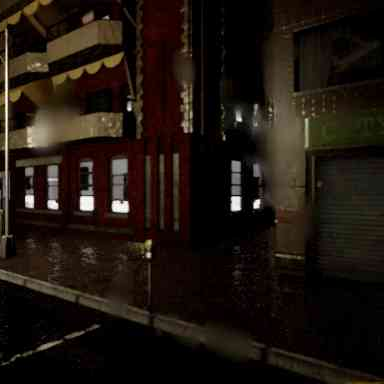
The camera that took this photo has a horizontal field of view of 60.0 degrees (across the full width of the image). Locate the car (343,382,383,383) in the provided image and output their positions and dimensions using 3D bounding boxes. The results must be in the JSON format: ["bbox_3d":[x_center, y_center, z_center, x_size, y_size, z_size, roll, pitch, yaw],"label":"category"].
[{"bbox_3d":[2.651,1.529,0.986,4.829,1.417,1.752,0,0,35],"label":"car"}]
